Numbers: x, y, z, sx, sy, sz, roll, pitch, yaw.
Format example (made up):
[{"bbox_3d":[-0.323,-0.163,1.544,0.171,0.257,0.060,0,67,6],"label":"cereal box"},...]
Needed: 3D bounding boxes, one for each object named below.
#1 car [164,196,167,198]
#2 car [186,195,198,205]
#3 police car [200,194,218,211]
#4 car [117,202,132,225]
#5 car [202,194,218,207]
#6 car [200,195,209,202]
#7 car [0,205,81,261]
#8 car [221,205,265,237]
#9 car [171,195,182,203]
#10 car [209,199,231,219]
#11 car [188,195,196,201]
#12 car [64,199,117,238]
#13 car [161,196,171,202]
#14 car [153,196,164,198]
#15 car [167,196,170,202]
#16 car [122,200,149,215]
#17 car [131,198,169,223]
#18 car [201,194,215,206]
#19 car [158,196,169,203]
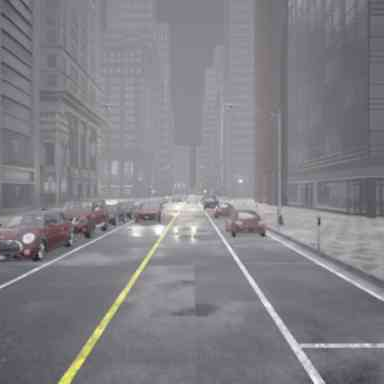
[{"bbox_3d":[-5.773,1.578,57.052,1.802,1.307,4.206,0,0,0],"label":"car"},{"bbox_3d":[-0.007,1.524,60.421,1.812,1.442,4.674,0,0,0],"label":"car"},{"bbox_3d":[2.361,1.416,41.511,1.930,1.638,5.238,0,0,0],"label":"police car"},{"bbox_3d":[-5.768,1.558,23.233,1.947,1.339,4.313,0,0,0],"label":"car"},{"bbox_3d":[2.752,1.308,51.420,2.192,1.841,5.009,0,0,0],"label":"car"},{"bbox_3d":[2.749,1.448,73.965,1.967,1.590,4.097,0,0,0],"label":"car"},{"bbox_3d":[-5.767,1.436,11.959,1.967,1.590,4.097,0,0,0],"label":"car"},{"bbox_3d":[2.758,1.576,17.603,1.802,1.307,4.206,0,0,0],"label":"car"},{"bbox_3d":[-3.015,1.352,67.192,2.097,1.767,4.553,0,0,0],"label":"car"},{"bbox_3d":[2.756,1.573,28.876,1.802,1.307,4.206,0,0,0],"label":"car"},{"bbox_3d":[-0.010,1.348,76.402,1.812,1.442,4.674,0,0,0],"label":"car"},{"bbox_3d":[-5.768,1.309,17.596,2.192,1.841,5.009,0,0,0],"label":"car"},{"bbox_3d":[-5.775,1.558,73.962,2.008,1.369,4.403,0,0,0],"label":"car"},{"bbox_3d":[-5.772,1.518,51.246,1.752,1.417,4.829,0,0,0],"label":"car"},{"bbox_3d":[-5.774,1.565,62.689,1.947,1.339,4.313,0,0,0],"label":"car"},{"bbox_3d":[-5.770,1.541,34.505,2.008,1.369,4.403,0,0,0],"label":"car"},{"bbox_3d":[-3.102,1.469,25.316,1.882,1.535,5.008,0,0,0],"label":"car"},{"bbox_3d":[2.751,1.311,57.056,2.192,1.841,5.009,0,0,0],"label":"car"},{"bbox_3d":[-5.775,1.569,68.325,1.947,1.339,4.313,0,0,0],"label":"car"}]
